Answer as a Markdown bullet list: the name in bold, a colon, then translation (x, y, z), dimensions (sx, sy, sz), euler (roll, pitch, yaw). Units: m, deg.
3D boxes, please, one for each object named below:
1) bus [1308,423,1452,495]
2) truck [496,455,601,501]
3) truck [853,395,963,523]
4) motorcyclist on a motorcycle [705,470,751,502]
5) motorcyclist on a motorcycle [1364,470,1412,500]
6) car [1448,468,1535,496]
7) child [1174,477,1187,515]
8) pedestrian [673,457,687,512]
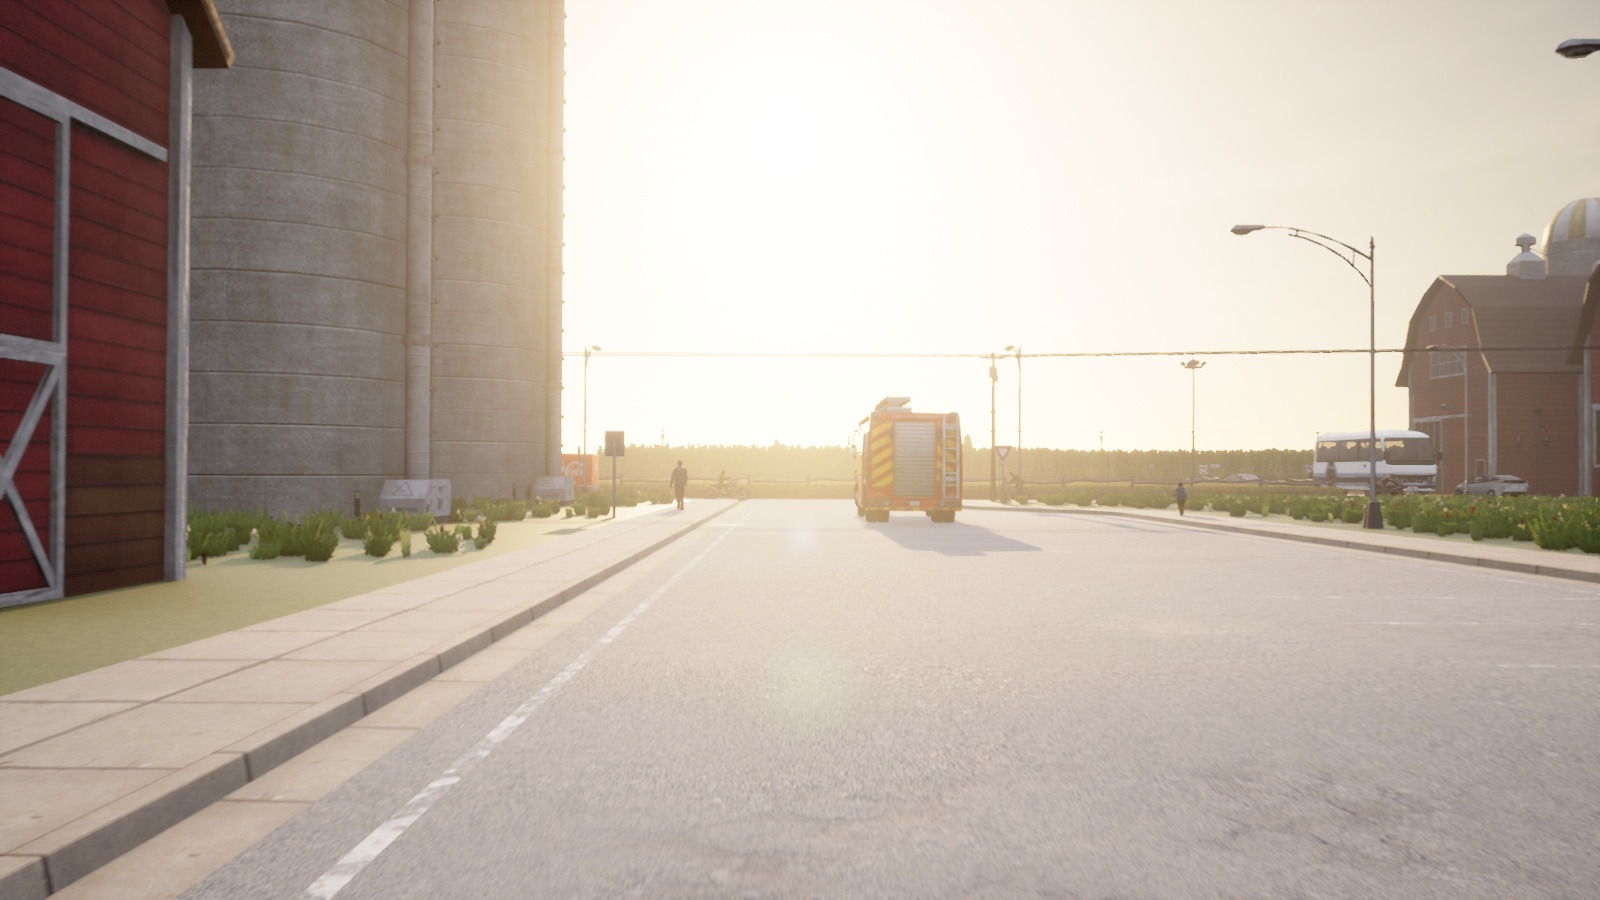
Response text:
- **bus**: translation (36.248, 0.617, 79.093), dimensions (3.944, 4.253, 10.273), euler (0, -1, -2)
- **truck**: translation (-13.728, 1.537, 68.927), dimensions (5.204, 2.467, 2.627), euler (0, -1, 1)
- **truck**: translation (3.396, 0.336, 41.775), dimensions (2.891, 3.827, 8.468), euler (0, -1, 0)
- **motorcyclist on a motorcycle**: translation (-3.721, 1.873, 65.291), dimensions (2.350, 1.649, 0.766), euler (0, -1, 1)
- **motorcyclist on a motorcycle**: translation (30.681, 1.813, 65.540), dimensions (2.191, 1.530, 0.866), euler (0, -1, -13)
- **car**: translation (38.060, 1.760, 69.249), dimensions (2.007, 1.525, 4.514), euler (0, -1, -4)
- **child**: translation (12.288, 1.480, 40.551), dimensions (0.343, 1.192, 0.448), euler (0, -1, 7)
- **pedestrian**: translation (-4.286, 1.240, 44.966), dimensions (0.423, 1.949, 0.788), euler (0, -1, -11)
